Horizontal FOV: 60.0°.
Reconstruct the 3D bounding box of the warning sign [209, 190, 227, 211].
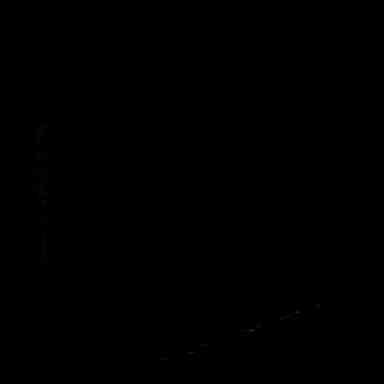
[{"bbox_3d":[2.438,0.750,30.928,1.300,1.860,1.060,-1,1,-35],"label":"warning sign"}]
